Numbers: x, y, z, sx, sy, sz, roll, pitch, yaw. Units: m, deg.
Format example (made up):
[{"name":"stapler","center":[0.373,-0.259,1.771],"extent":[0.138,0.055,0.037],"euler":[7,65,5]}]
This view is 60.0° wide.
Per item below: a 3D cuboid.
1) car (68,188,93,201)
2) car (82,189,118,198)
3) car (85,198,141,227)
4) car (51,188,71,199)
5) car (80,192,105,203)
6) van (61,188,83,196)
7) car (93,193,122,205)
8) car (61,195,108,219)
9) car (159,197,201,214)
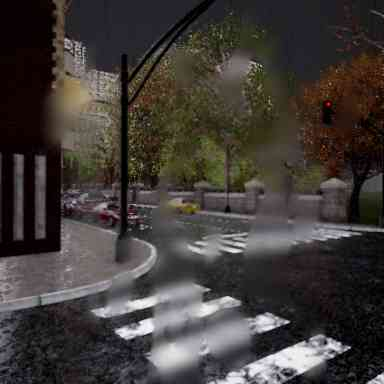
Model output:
[{"name":"car","center":[-17.331,0.429,51.382],"extent":[2.192,1.841,5.009],"euler":[1,0,-36]},{"name":"car","center":[-8.647,0.847,29.593],"extent":[2.097,1.767,4.553],"euler":[0,1,-36]},{"name":"car","center":[-4.560,1.254,19.597],"extent":[1.802,1.307,4.206],"euler":[2,0,-36]},{"name":"car","center":[-23.849,0.237,60.334],"extent":[2.192,1.841,5.009],"euler":[1,0,-36]},{"name":"car","center":[-14.079,0.777,46.906],"extent":[1.947,1.339,4.313],"euler":[1,0,-36]},{"name":"van","center":[-11.072,0.817,28.549],"extent":[1.690,1.788,3.998],"euler":[2,0,-36]},{"name":"car","center":[-10.818,0.859,42.429],"extent":[2.008,1.369,4.403],"euler":[1,0,-36]},{"name":"car","center":[-7.819,1.156,24.072],"extent":[1.802,1.307,4.206],"euler":[2,0,-36]},{"name":"car","center":[-1.140,1.124,29.138],"extent":[1.752,1.417,4.829],"euler":[1,0,-36]}]
